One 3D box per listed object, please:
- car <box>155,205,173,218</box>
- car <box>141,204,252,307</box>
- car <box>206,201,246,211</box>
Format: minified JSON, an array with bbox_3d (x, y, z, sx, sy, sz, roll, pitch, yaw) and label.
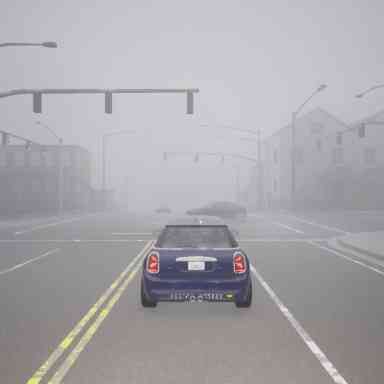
[{"bbox_3d":[-3.558,2.570,42.599,1.895,1.301,4.718,0,-8,0],"label":"car"},{"bbox_3d":[0.093,1.352,8.116,2.097,1.767,4.553,0,0,0],"label":"car"},{"bbox_3d":[1.796,1.449,25.195,5.008,1.535,1.882,1,-1,-29],"label":"car"}]
